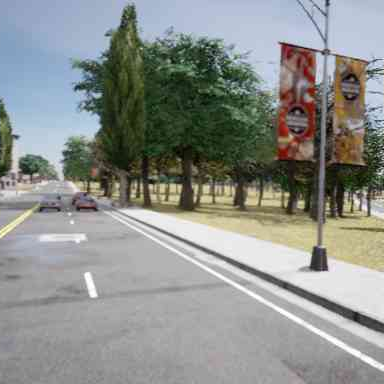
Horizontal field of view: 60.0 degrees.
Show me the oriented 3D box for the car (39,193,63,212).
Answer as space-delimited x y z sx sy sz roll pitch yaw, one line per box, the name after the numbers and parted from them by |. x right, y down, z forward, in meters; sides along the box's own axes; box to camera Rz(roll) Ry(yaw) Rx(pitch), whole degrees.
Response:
-13.319 1.068 31.389 2.033 1.411 5.357 1 0 -21 | car

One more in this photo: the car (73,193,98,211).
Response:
-10.559 1.141 33.262 1.994 1.385 4.181 1 0 -21 | car

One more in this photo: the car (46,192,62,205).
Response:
-18.423 0.829 44.575 1.882 1.535 5.008 1 0 -21 | car

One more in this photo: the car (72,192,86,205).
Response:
-14.998 0.782 44.714 2.097 1.767 4.553 1 0 -21 | car
